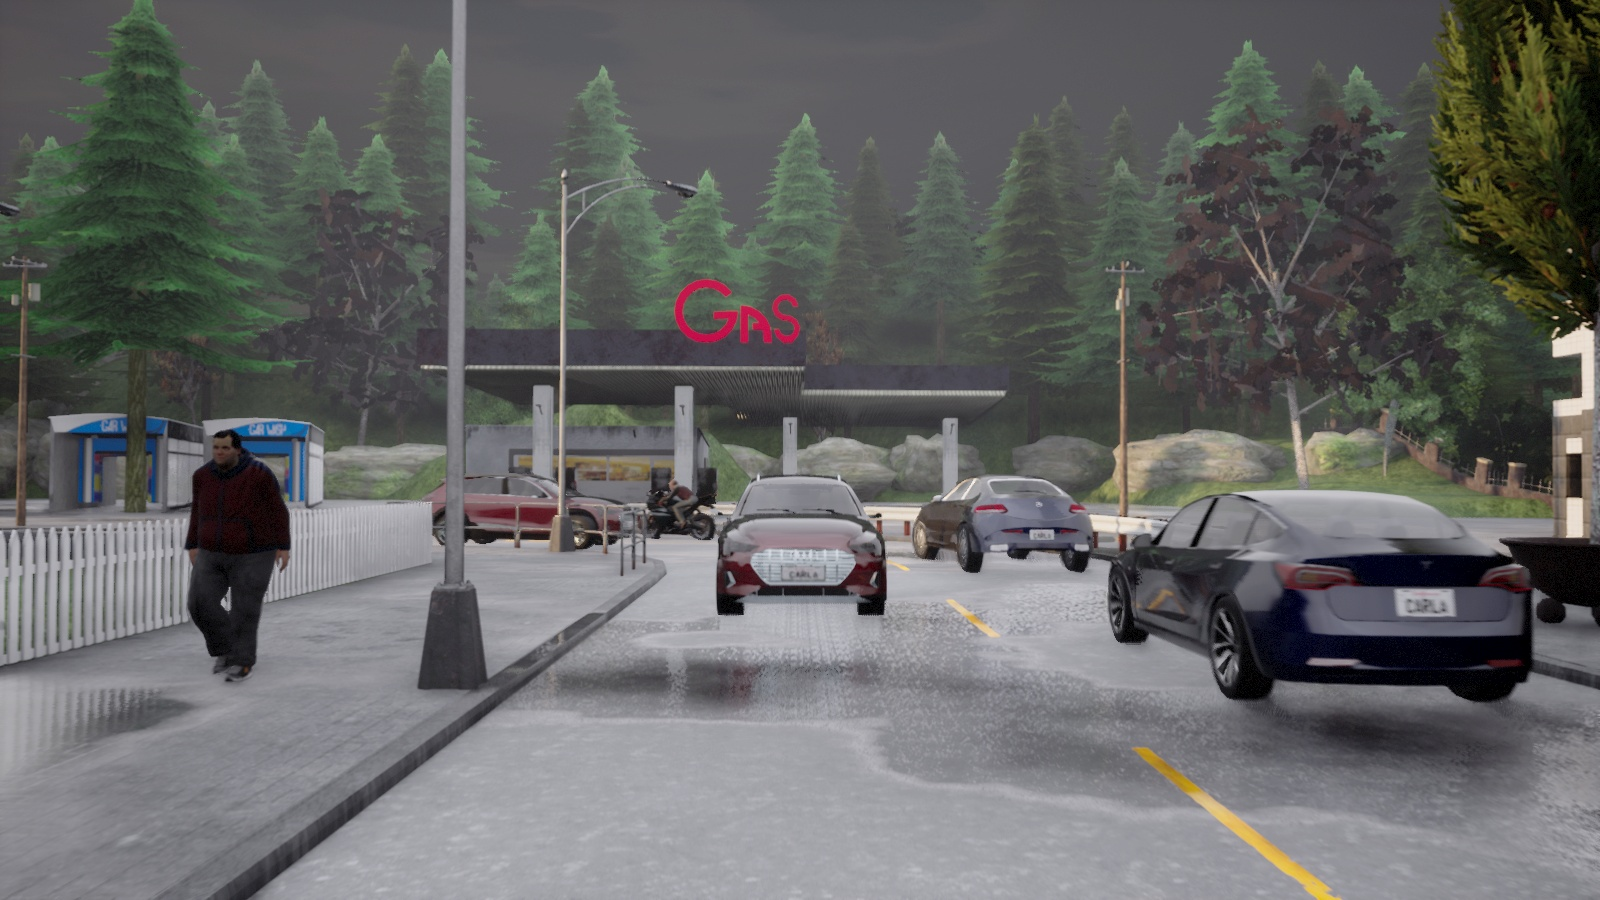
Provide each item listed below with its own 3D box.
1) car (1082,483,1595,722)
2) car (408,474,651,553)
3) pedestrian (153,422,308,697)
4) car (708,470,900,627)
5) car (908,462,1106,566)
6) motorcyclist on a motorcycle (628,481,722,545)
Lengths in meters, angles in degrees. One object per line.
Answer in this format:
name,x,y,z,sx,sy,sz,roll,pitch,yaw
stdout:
car,3.975,1.033,10.410,2.163,1.488,4.792,0,-1,0
car,-5.951,1.384,27.884,4.856,1.649,2.033,0,-2,12
pedestrian,-4.007,0.742,8.897,0.634,1.844,0.899,0,-1,5
car,-0.011,1.096,15.772,2.033,1.649,4.856,0,-1,-1
car,3.555,1.082,22.723,2.152,1.651,5.027,0,-1,-8
motorcyclist on a motorcycle,-3.108,1.551,31.244,2.191,1.530,0.866,-1,0,28
